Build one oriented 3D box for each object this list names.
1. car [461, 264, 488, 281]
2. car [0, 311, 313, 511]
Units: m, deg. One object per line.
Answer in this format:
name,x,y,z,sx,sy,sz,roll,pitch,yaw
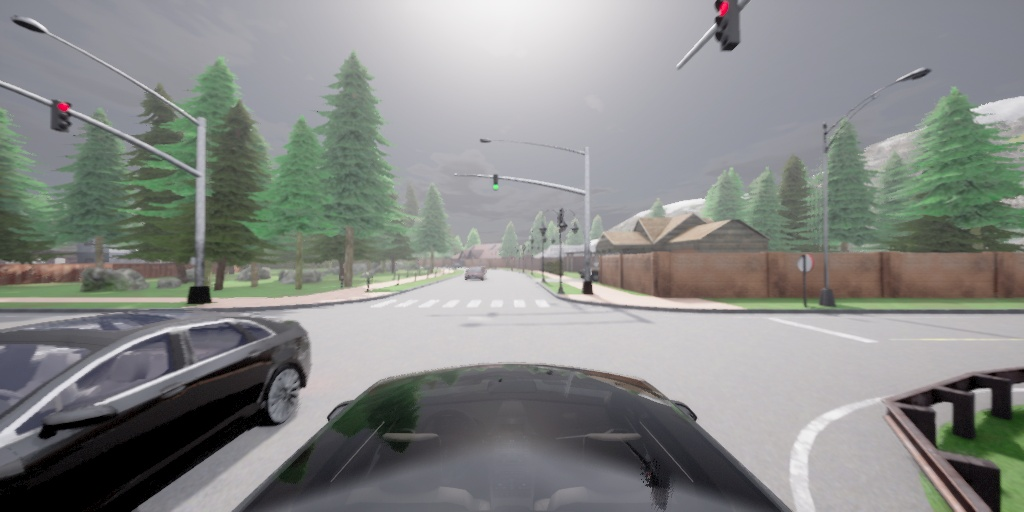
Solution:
car,-3.616,1.808,36.189,1.812,1.442,4.674,0,0,2
car,-3.601,1.311,2.909,2.128,1.511,4.902,0,0,-1
